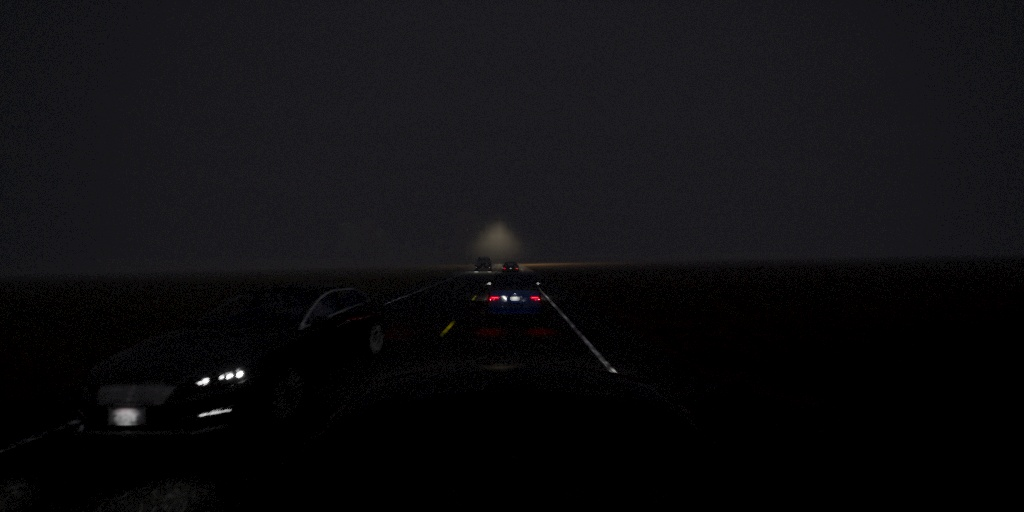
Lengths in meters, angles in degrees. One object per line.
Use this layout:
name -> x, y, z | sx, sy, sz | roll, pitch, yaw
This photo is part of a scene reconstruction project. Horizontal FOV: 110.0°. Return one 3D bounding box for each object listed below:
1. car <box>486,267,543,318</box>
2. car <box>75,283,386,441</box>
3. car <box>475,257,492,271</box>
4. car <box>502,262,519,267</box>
car -> 0.069, 1.300, 13.019 | 2.033, 1.411, 5.357 | 0, 0, 0
car -> -3.609, 1.242, 5.807 | 2.128, 1.511, 4.902 | 0, 0, 0
car -> -3.945, 1.105, 50.527 | 2.150, 2.045, 5.566 | 0, 0, -1
car -> -0.169, 1.320, 39.136 | 2.033, 1.411, 5.357 | 0, 0, -1
